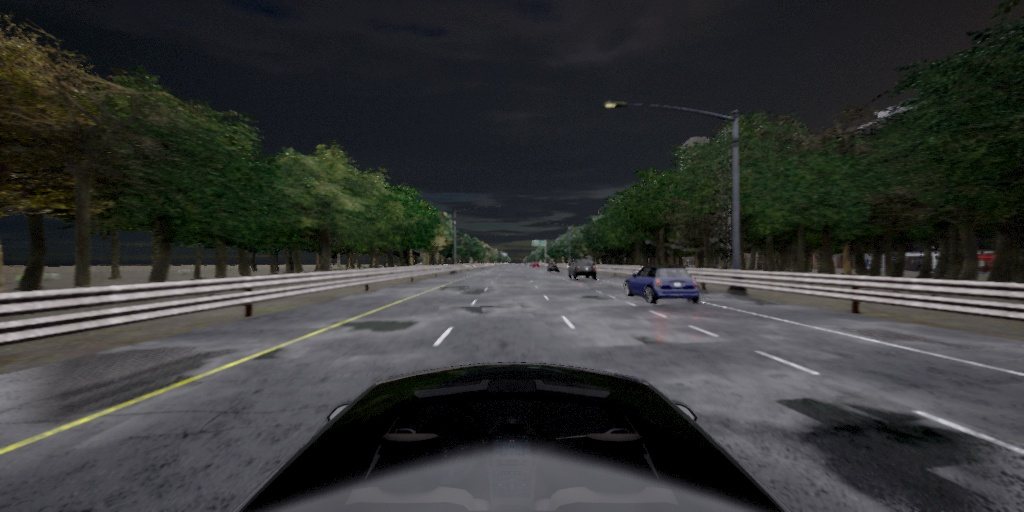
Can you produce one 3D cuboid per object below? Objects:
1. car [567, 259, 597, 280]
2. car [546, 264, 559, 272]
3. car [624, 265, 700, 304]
[{"bbox_3d":[7.056,1.360,36.442,2.150,2.045,5.566,0,-1,0],"label":"car"},{"bbox_3d":[7.197,2.146,64.195,1.837,1.490,4.892,0,-1,0],"label":"car"},{"bbox_3d":[7.009,1.237,17.309,2.097,1.767,4.553,0,-1,0],"label":"car"}]
